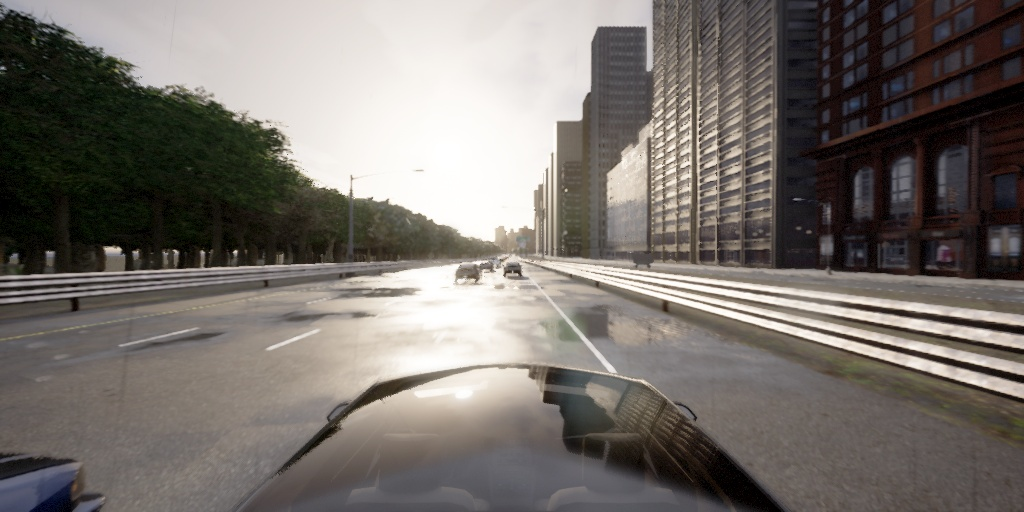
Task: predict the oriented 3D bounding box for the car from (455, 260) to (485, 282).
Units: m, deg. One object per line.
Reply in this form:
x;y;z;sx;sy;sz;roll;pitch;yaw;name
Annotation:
-3.521;1.308;29.413;1.837;1.490;4.892;0;0;0;car

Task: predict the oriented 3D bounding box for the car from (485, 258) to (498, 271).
-3.595;1.361;51.408;2.128;1.511;4.902;0;0;0;car

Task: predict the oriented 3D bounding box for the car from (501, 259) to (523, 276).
0.057;1.332;38.459;1.837;1.490;4.892;0;0;0;car
